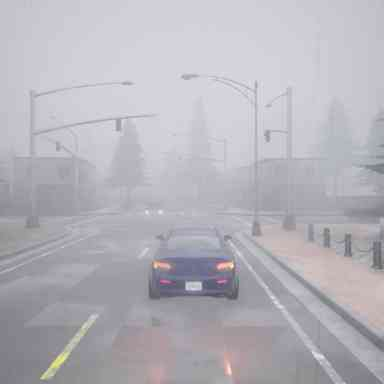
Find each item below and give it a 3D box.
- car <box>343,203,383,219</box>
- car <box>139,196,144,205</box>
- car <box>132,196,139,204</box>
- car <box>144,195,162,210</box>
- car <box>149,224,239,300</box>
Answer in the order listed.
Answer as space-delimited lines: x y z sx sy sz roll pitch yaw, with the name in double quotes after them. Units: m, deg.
15.450 1.585 28.152 4.718 1.301 1.895 0 0 2 "car"
-6.675 1.318 52.996 2.097 1.767 4.553 0 0 -15 "car"
-10.065 1.468 62.800 1.837 1.490 4.892 0 1 -23 "car"
-4.927 1.443 43.109 1.882 1.535 5.008 0 0 -6 "car"
0.042 1.526 8.280 1.812 1.442 4.674 0 0 0 "car"
